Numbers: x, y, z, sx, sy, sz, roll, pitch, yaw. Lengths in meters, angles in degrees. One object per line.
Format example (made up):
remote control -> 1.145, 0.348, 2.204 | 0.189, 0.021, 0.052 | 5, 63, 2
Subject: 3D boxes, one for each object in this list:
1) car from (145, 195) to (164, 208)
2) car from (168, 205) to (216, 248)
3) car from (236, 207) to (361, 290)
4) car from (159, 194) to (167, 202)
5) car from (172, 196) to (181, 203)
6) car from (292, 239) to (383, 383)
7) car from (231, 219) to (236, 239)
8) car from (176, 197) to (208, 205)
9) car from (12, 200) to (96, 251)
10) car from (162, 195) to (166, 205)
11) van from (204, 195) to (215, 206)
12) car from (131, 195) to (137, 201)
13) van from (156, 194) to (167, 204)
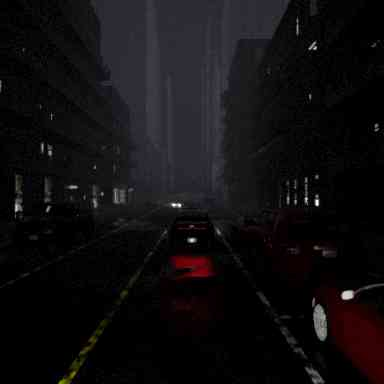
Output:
car -> -5.643, 1.559, 47.675 | 2.008, 1.369, 4.403 | 1, 0, 0
car -> 0.000, 1.519, 14.653 | 1.837, 1.490, 4.892 | 0, 0, 0
car -> 2.709, 1.315, 8.945 | 2.192, 1.841, 5.009 | 1, 0, 0
car -> -5.644, 1.576, 58.755 | 1.947, 1.339, 4.313 | 1, 0, 0
car -> -3.006, 1.533, 67.383 | 2.128, 1.511, 4.902 | 0, 0, 0
car -> 2.704, 1.543, 3.404 | 1.887, 1.381, 4.507 | 1, 0, 0
car -> 2.704, 1.584, 14.485 | 1.802, 1.307, 4.206 | 1, 0, 0
car -> 0.000, 1.501, 29.656 | 2.128, 1.511, 4.902 | 0, 0, 0
car -> -5.672, 1.317, 14.433 | 2.192, 1.841, 5.009 | 1, 0, 0
car -> -5.644, 1.591, 53.216 | 1.802, 1.307, 4.206 | 1, 0, 0
van -> 2.708, 1.350, 53.268 | 1.690, 1.788, 3.998 | 1, 0, 0
car -> -16.491, 1.511, 86.942 | 4.097, 1.590, 1.967 | 0, -1, 0
van -> -5.809, 1.352, 64.296 | 1.690, 1.788, 3.998 | 1, 0, 0
